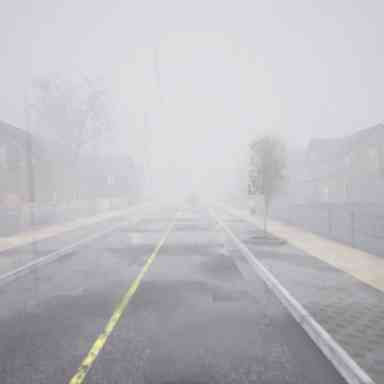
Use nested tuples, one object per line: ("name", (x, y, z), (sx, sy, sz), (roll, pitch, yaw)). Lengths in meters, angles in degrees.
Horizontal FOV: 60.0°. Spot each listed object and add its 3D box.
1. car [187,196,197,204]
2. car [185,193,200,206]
("car", (0.031, 1.504, 63.627), (1.812, 1.442, 4.674), (0, 0, 0))
("car", (0.026, 1.205, 53.238), (2.150, 2.045, 5.566), (0, 0, 0))
